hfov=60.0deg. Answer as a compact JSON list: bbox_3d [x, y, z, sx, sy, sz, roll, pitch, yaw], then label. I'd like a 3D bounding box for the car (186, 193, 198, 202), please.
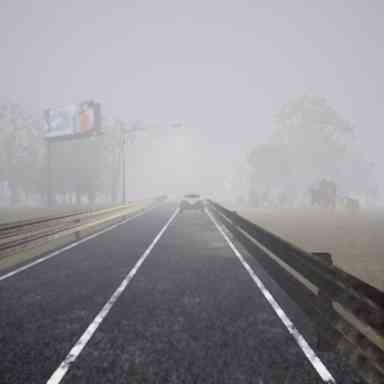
[{"bbox_3d":[-0.012,0.880,58.648,2.163,1.488,4.792,0,0,0],"label":"car"}]

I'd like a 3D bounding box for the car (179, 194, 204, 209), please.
[{"bbox_3d":[-0.006,0.872,28.685,2.097,1.767,4.553,0,0,0],"label":"car"}]
